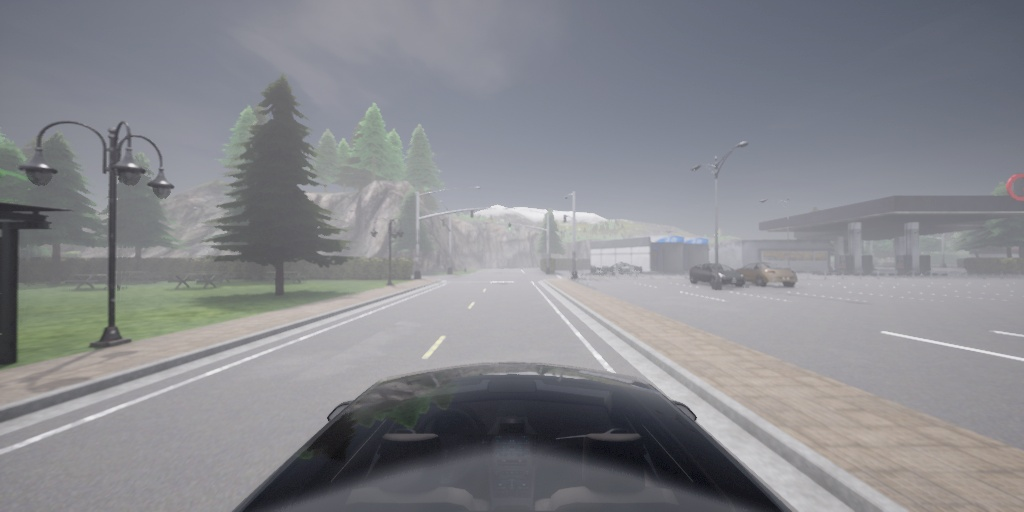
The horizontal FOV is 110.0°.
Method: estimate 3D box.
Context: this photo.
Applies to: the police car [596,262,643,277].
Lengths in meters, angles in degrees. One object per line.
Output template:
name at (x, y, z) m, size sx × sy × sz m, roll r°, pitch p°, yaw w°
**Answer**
police car at (12.502, 1.489, 41.682) m, size 5.238 × 1.638 × 1.930 m, roll 0°, pitch -1°, yaw 1°
